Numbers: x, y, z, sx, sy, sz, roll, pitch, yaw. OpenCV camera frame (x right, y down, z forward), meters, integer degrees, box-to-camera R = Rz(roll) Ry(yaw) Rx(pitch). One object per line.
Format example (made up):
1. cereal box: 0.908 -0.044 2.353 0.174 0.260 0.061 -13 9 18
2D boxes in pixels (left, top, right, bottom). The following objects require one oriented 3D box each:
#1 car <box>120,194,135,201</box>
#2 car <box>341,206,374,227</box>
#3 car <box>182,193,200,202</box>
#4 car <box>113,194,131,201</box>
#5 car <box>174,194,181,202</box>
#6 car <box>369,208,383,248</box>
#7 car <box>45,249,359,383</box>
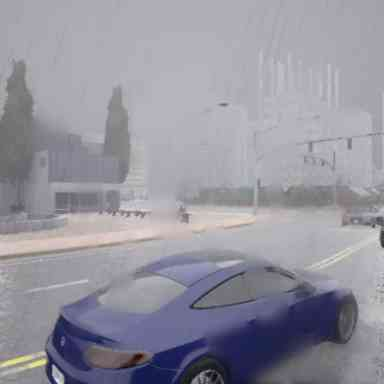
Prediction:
1. car: -17.228 1.459 90.819 1.905 1.878 3.866 0 0 40
2. car: 11.530 1.642 22.388 1.994 1.385 4.181 0 0 39
3. car: -0.050 1.618 76.257 1.970 1.475 3.806 0 0 40
4. car: -19.398 1.467 92.735 1.932 1.855 4.605 0 0 40
5. car: -2.250 1.389 78.141 1.905 1.878 3.866 0 0 40
6. car: 9.304 1.513 14.044 2.128 1.511 4.902 0 0 39
7. car: 0.518 1.540 4.582 4.674 1.442 1.812 0 0 -40
